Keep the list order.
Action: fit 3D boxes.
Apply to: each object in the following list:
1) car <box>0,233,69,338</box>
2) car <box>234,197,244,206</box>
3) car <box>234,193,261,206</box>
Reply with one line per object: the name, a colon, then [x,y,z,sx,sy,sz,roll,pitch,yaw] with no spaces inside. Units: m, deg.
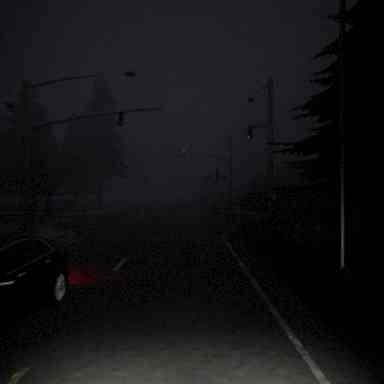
car: [-3.543,1.504,5.276,1.837,1.490,4.892,0,0,0]
car: [8.845,1.120,48.320,4.605,1.855,1.932,0,0,-1]
car: [8.430,1.121,50.830,3.866,1.878,1.905,0,0,-1]
